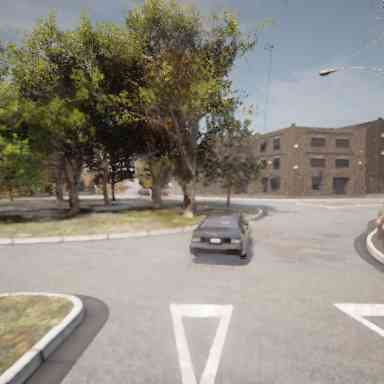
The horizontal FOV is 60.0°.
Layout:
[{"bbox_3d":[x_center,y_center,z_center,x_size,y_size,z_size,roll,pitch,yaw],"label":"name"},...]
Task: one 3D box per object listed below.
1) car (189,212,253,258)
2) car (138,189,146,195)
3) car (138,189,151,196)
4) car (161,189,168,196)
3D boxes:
[{"bbox_3d":[1.249,1.469,12.551,2.033,1.411,5.357,0,1,12],"label":"car"},{"bbox_3d":[-11.151,0.007,74.650,1.837,1.490,4.892,0,0,-8],"label":"car"},{"bbox_3d":[-9.071,0.084,64.383,2.033,1.411,5.357,0,1,-13],"label":"car"},{"bbox_3d":[-5.838,0.121,64.837,1.895,1.301,4.718,0,1,-13],"label":"car"}]
